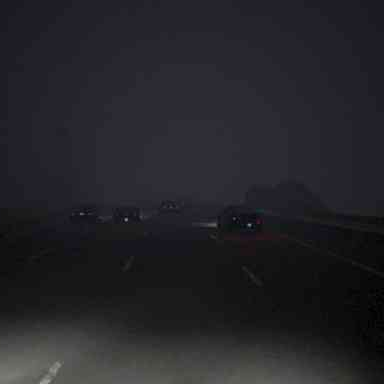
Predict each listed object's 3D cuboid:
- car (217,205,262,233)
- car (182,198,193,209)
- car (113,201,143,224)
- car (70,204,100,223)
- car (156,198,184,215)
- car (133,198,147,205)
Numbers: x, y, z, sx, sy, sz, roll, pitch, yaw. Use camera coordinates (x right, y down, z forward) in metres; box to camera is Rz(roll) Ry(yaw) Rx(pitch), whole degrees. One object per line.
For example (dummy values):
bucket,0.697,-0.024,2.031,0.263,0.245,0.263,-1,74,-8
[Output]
car,2.711,1.515,19.533,1.812,1.442,4.674,0,0,-6
car,-1.302,1.591,45.826,2.033,1.411,5.357,0,0,-16
car,-4.996,1.664,25.849,1.895,1.301,4.718,0,0,-8
car,-8.400,1.641,26.358,2.033,1.411,5.357,0,0,-11
car,-2.628,1.595,35.167,2.033,1.411,5.357,0,0,-13
car,-9.954,1.733,62.975,1.895,1.301,4.718,0,0,-20
